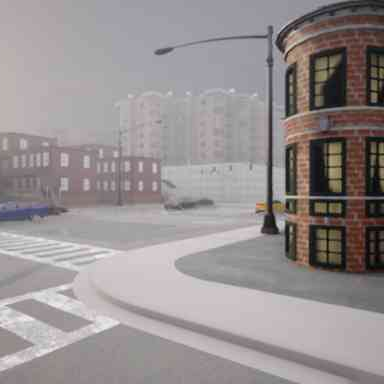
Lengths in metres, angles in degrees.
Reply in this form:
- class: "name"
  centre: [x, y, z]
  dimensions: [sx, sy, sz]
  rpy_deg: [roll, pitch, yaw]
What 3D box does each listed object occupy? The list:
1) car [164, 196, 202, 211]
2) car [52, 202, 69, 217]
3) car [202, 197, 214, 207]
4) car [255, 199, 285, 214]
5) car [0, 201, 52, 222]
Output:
- class: "car"
  centre: [-1.294, 1.287, 39.420]
  dimensions: [2.097, 1.767, 4.553]
  rpy_deg: [0, 0, 36]
- class: "car"
  centre: [-13.358, 1.473, 28.628]
  dimensions: [2.033, 1.411, 5.357]
  rpy_deg: [0, 0, 36]
- class: "car"
  centre: [1.220, 1.473, 48.856]
  dimensions: [2.033, 1.411, 5.357]
  rpy_deg: [0, 0, 36]
- class: "car"
  centre: [8.262, 1.442, 34.420]
  dimensions: [1.882, 1.535, 5.008]
  rpy_deg: [0, 0, 36]
- class: "car"
  centre: [-12.847, 1.413, 23.243]
  dimensions: [1.882, 1.535, 5.008]
  rpy_deg: [0, 0, 35]
